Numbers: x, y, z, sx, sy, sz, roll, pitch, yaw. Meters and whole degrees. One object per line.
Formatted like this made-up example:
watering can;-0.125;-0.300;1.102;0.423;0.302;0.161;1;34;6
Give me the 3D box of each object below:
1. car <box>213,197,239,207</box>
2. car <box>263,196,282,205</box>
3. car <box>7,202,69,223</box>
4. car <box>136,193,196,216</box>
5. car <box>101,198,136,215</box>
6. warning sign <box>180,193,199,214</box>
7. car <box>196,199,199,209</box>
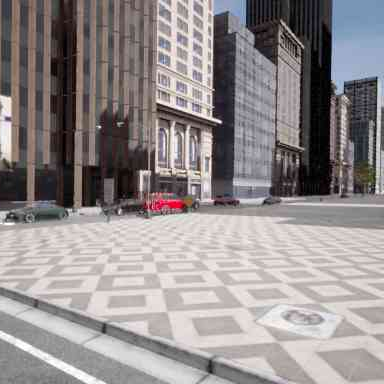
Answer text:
car;4.968;1.395;48.036;1.895;1.301;4.718;1;1;36
car;13.188;1.370;54.191;1.994;1.385;4.181;1;1;35
car;-11.447;1.470;24.911;1.994;1.385;4.181;1;1;35
car;-2.383;1.138;32.181;2.150;2.045;5.566;1;1;35
car;-6.436;1.377;31.988;1.837;1.490;4.892;1;1;35
warning sign;-0.243;1.077;30.668;1.300;1.860;1.060;1;1;35
car;-0.989;1.340;39.681;1.837;1.490;4.892;1;1;35
